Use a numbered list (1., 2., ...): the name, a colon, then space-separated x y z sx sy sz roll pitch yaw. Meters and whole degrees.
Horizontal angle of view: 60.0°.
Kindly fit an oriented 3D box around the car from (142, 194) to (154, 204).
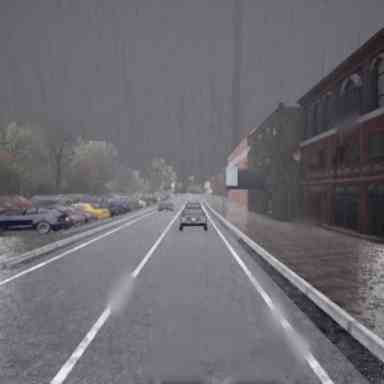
1. car: -9.197 1.585 55.669 4.553 1.767 2.185 0 0 0

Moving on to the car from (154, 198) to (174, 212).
1. car: -3.266 1.809 42.611 2.033 1.411 5.357 0 0 0

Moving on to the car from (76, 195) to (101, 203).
1. car: -21.676 1.462 69.683 4.553 1.767 2.185 0 0 0

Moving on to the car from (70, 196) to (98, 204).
1. car: -21.668 1.612 66.861 5.008 1.535 2.097 0 0 0

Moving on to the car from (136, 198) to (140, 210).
1. car: -9.257 1.796 41.520 4.674 1.452 2.002 0 -1 0

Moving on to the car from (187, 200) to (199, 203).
1. car: 0.170 1.753 41.457 2.128 1.511 4.902 0 0 0

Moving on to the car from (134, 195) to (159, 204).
1. car: -9.125 1.487 66.971 4.553 1.767 2.185 0 0 0

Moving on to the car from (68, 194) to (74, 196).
1. car: -21.706 1.584 55.566 4.553 1.767 2.185 0 0 0

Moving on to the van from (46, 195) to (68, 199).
1. van: -21.655 1.531 50.040 4.442 1.987 1.878 0 0 0

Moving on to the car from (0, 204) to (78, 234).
1. car: -9.427 1.582 18.915 4.792 1.488 2.163 0 -1 0

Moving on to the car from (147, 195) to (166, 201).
1. car: -8.990 1.507 83.925 4.674 1.452 2.002 0 0 0

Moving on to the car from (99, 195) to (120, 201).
1. car: -21.534 1.441 86.750 4.892 1.521 2.231 0 1 0

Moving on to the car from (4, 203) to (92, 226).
1. car: -9.382 1.618 21.741 4.674 1.452 2.002 0 -1 0

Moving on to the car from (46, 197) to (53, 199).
1. car: -21.807 1.774 44.262 5.008 1.535 2.097 0 -1 0

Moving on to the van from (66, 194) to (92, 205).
1. van: -21.796 1.409 64.163 4.442 1.987 1.878 0 0 0

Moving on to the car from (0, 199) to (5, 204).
1. car: -21.893 1.678 33.082 4.892 1.521 2.231 0 -1 0

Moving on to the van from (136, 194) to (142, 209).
1. van: -9.354 1.551 44.228 4.442 1.987 1.878 0 0 0

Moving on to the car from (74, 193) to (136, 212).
1. car: -9.262 1.454 35.871 5.566 2.045 2.435 0 0 0

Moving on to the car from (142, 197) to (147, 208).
1. car: -9.222 1.819 47.184 4.674 1.452 2.002 0 1 0

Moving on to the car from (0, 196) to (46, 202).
1. car: -21.803 1.501 41.430 5.566 2.045 2.435 0 -1 0

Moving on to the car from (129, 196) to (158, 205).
1. car: -9.297 1.634 64.147 5.366 1.575 1.946 0 0 0

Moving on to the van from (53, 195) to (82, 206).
1. van: -21.835 1.458 58.513 4.442 1.987 1.878 0 1 0

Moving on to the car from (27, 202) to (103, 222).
1. car: -9.364 1.644 24.566 4.674 1.452 2.002 0 -1 0

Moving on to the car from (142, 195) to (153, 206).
1. car: -9.178 1.735 52.844 5.008 1.535 2.097 0 0 0

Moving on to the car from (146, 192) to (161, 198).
1. car: -9.158 1.410 61.318 5.566 2.045 2.435 0 0 0

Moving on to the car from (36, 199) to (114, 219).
1. car: -9.529 1.626 27.394 5.366 1.575 1.946 0 -1 0

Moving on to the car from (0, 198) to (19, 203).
1. car: -21.839 1.731 35.780 4.792 1.488 2.163 0 -1 0

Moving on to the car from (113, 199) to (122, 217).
1. car: -9.321 1.654 30.219 5.008 1.535 2.097 0 -1 0

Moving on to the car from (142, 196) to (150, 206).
1. car: -9.198 1.799 50.019 4.674 1.452 2.002 0 0 0

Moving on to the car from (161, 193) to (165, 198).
1. car: -8.891 1.585 69.796 5.366 1.575 1.946 0 0 0

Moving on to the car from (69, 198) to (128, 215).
1. car: -9.314 1.680 33.043 5.008 1.535 2.097 0 -1 0

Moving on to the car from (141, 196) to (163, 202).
1. car: -9.038 1.580 75.449 4.674 1.452 2.002 0 0 0

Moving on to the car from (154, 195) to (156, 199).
1. car: -9.150 1.726 58.496 4.674 1.452 2.002 0 0 0

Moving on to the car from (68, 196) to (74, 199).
1. car: -21.787 1.762 52.870 4.792 1.488 2.163 0 1 0

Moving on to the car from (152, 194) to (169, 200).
1. car: -8.913 1.403 95.229 4.674 1.452 2.002 0 1 0

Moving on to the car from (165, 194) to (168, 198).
1. car: -8.975 1.520 81.099 4.792 1.488 2.163 0 0 0

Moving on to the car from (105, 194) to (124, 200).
1. car: -21.513 1.390 92.396 4.892 1.521 2.231 0 1 0

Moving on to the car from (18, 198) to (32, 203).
1. car: -21.820 1.756 38.604 4.792 1.488 2.163 0 -1 0

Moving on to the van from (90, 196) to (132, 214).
1. van: -9.389 1.505 38.697 4.442 1.987 1.878 0 -1 0

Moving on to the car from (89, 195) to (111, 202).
1. car: -21.620 1.543 78.279 4.792 1.488 2.163 0 1 0

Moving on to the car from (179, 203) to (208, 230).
1. car: 0.105 1.727 22.826 2.033 1.411 5.357 0 0 0
